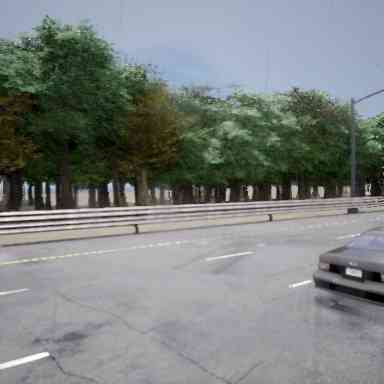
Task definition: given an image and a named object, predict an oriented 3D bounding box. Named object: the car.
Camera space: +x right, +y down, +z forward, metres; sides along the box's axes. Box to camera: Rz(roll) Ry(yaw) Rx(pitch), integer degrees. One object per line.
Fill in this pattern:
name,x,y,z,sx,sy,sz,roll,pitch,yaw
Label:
car,4.927,1.448,7.388,5.357,1.411,2.033,-1,0,-36
